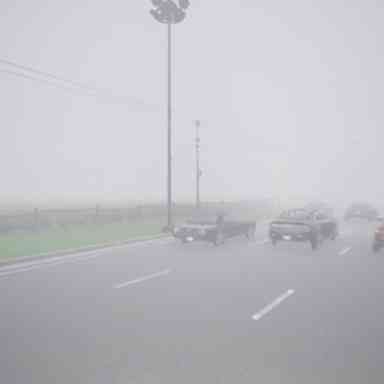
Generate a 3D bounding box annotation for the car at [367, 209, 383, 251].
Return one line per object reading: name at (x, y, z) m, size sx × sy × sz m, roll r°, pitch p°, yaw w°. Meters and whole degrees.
car at (8.320, 1.506, 13.078) m, size 1.812 × 1.442 × 4.674 m, roll 0°, pitch 0°, yaw 35°

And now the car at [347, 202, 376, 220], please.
car at (13.825, 1.527, 27.125) m, size 1.994 × 1.385 × 4.181 m, roll 0°, pitch 0°, yaw 35°

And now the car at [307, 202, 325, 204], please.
car at (10.949, 1.527, 29.123) m, size 1.994 × 1.385 × 4.181 m, roll 0°, pitch 0°, yaw 35°

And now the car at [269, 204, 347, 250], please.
car at (4.904, 1.474, 14.306) m, size 2.128 × 1.511 × 4.902 m, roll 0°, pitch 0°, yaw 35°

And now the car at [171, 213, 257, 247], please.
car at (1.190, 1.585, 15.111) m, size 1.895 × 1.301 × 4.718 m, roll 0°, pitch 0°, yaw 35°
